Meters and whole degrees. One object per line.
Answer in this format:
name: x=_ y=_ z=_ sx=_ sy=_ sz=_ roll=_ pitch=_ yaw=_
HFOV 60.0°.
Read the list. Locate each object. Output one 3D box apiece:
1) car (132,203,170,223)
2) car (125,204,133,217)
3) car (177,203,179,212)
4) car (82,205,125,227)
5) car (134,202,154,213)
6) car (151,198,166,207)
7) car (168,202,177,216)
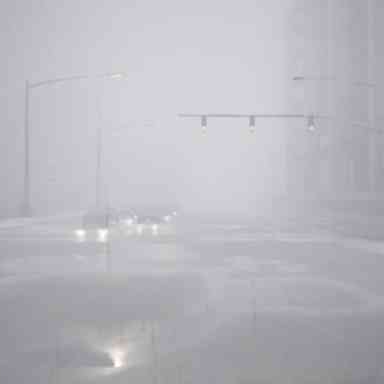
car: x=-3.406 y=1.867 z=28.677 sx=2.033 sy=1.411 sz=5.357 roll=0 pitch=-1 yaw=1
car: x=-6.746 y=1.993 z=35.248 sx=1.895 sy=1.301 sz=4.718 roll=0 pitch=-1 yaw=1
car: x=-2.906 y=2.099 z=48.237 sx=1.994 sy=1.385 sz=4.181 roll=0 pitch=-1 yaw=2
car: x=-6.965 y=1.767 z=25.911 sx=1.882 sy=1.535 sz=5.008 roll=0 pitch=-1 yaw=1
car: x=-6.486 y=2.105 z=45.368 sx=1.895 sy=1.301 sz=4.718 roll=0 pitch=-1 yaw=2
car: x=-6.013 y=1.917 z=60.741 sx=2.128 sy=1.511 sz=4.902 roll=0 pitch=-1 yaw=1
car: x=-3.161 y=1.985 z=37.907 sx=1.994 sy=1.385 sz=4.181 roll=0 pitch=-1 yaw=3
